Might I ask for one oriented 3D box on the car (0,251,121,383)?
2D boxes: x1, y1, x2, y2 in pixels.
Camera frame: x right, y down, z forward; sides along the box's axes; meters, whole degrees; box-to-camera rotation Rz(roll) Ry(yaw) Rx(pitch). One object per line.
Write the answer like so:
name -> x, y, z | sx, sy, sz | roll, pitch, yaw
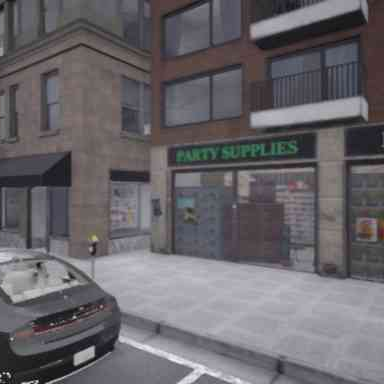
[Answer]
car -> -2.955, 1.562, 4.920 | 4.403, 1.369, 2.008 | 0, 0, 36
